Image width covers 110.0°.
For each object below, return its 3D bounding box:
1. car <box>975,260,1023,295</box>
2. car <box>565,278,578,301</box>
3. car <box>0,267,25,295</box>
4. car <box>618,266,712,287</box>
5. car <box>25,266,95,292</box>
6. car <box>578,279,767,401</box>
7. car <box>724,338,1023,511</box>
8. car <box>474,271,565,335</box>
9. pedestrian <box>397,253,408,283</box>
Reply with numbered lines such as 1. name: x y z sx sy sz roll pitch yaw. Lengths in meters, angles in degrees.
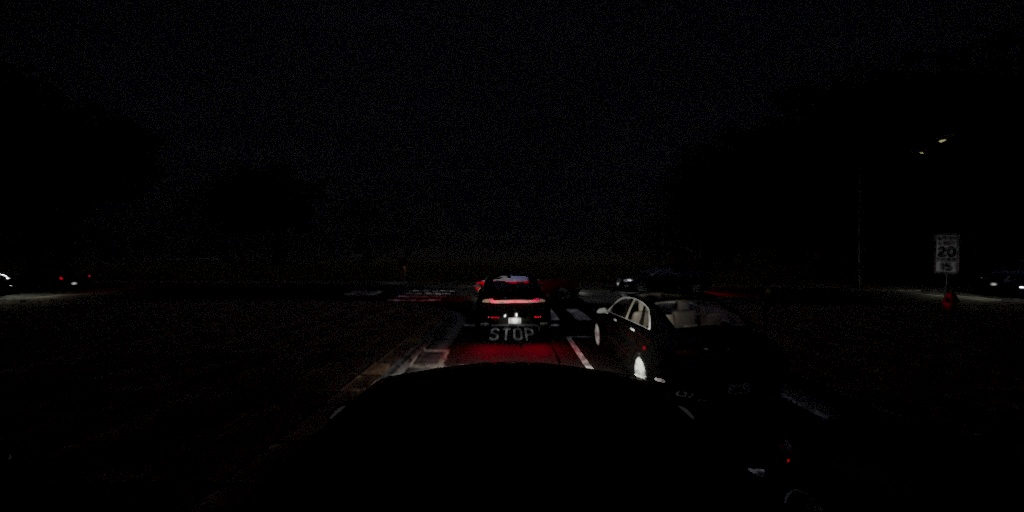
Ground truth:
1. car: 29.141 1.219 19.618 5.566 2.045 2.150 1 1 0
2. car: 0.763 1.337 16.680 4.718 1.301 1.895 0 0 0
3. car: -26.477 1.031 16.644 4.553 1.767 2.097 0 1 0
4. car: 8.263 1.280 19.613 4.902 1.511 2.128 1 1 0
5. car: -26.136 1.211 19.595 4.718 1.301 1.895 0 1 0
6. car: 2.636 1.293 6.325 2.007 1.370 4.403 0 0 0
7. car: 2.636 1.333 0.793 1.802 1.307 4.207 0 0 0
8. car: -0.067 1.230 10.413 2.128 1.511 4.902 0 0 -3
9. pedestrian: -6.880 0.732 22.504 0.375 1.860 0.375 0 1 0
